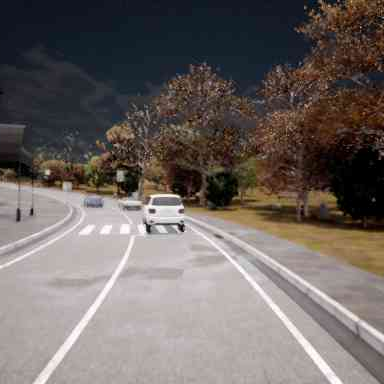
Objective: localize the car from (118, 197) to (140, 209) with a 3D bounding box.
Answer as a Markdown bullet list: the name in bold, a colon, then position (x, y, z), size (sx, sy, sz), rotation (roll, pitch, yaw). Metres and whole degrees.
- **car**: position (-7.270, 1.260, 38.397), size (1.895, 1.301, 4.718), rotation (1, 1, -22)

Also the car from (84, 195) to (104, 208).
- **car**: position (-11.510, 1.068, 38.902), size (1.812, 1.442, 4.674), rotation (1, 1, -24)

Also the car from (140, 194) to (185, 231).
- **car**: position (-1.803, 1.159, 20.167), size (2.150, 2.045, 5.566), rotation (1, 0, -11)
